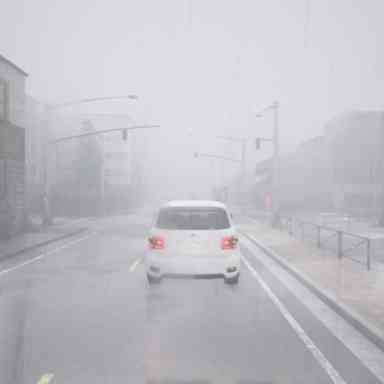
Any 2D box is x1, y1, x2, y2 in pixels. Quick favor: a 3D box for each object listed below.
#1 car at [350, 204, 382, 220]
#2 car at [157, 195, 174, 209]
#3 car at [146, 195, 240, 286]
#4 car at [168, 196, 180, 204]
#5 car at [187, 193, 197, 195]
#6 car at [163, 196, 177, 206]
[{"bbox_3d":[16.666,1.750,30.208,4.181,1.385,1.994,0,0,0],"label":"car"},{"bbox_3d":[-3.675,1.368,46.544,2.097,1.767,4.553,0,0,0],"label":"car"},{"bbox_3d":[0.042,1.227,9.585,2.150,2.045,5.566,0,0,0],"label":"car"},{"bbox_3d":[-3.626,1.570,67.563,2.033,1.411,5.357,0,0,0],"label":"car"},{"bbox_3d":[0.000,1.241,62.039,2.150,2.045,5.566,0,0,-1],"label":"car"},{"bbox_3d":[-3.678,1.510,56.926,2.128,1.511,4.902,0,0,0],"label":"car"}]
